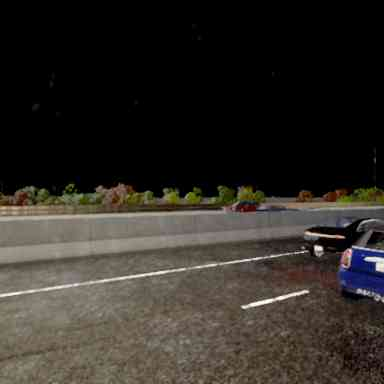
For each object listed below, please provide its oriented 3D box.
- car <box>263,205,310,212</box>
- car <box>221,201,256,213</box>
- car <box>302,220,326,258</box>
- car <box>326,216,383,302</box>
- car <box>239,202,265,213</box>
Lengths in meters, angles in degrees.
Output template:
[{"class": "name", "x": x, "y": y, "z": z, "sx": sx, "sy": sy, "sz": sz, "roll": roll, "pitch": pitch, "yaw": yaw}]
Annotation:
[{"class": "car", "x": 8.239, "y": 1.900, "z": 26.704, "sx": 4.718, "sy": 1.301, "sz": 1.895, "roll": 1, "pitch": -1, "yaw": -35}, {"class": "car", "x": 5.023, "y": 1.680, "z": 32.993, "sx": 4.553, "sy": 1.767, "sz": 2.097, "roll": 1, "pitch": -1, "yaw": -35}, {"class": "car", "x": 6.102, "y": 1.647, "z": 12.195, "sx": 4.902, "sy": 1.511, "sz": 2.128, "roll": 1, "pitch": -1, "yaw": -35}, {"class": "car", "x": 5.333, "y": 1.459, "z": 7.401, "sx": 4.553, "sy": 1.767, "sz": 2.097, "roll": 1, "pitch": -1, "yaw": -35}, {"class": "car", "x": 7.133, "y": 1.868, "z": 30.197, "sx": 5.357, "sy": 1.411, "sz": 2.033, "roll": 1, "pitch": -1, "yaw": -35}]
